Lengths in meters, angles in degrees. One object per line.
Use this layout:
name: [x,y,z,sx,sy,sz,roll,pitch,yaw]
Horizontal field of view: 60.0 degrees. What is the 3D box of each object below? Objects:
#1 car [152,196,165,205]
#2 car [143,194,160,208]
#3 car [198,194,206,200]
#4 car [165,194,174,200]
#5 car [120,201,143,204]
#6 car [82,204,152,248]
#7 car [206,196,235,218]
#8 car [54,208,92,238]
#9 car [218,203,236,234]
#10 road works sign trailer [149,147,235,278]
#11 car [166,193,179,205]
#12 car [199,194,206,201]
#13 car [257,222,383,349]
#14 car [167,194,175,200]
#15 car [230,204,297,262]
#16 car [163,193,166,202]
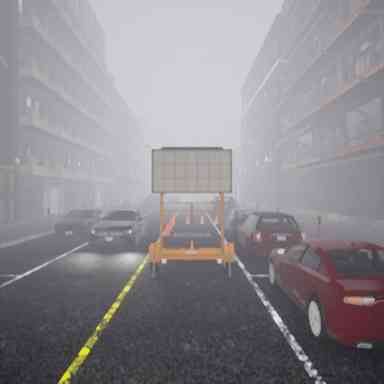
car: [-5.702,1.444,57.035,1.802,1.307,4.206,0,0,0]
car: [-5.699,1.331,45.762,1.967,1.590,4.097,0,0,0]
car: [2.671,1.316,90.850,1.887,1.381,4.507,0,0,0]
car: [-5.708,1.227,85.215,1.967,1.590,4.097,0,0,0]
car: [-5.696,1.459,28.682,1.752,1.417,4.829,0,0,0]
car: [-3.103,1.493,14.786,1.812,1.442,4.674,0,0,0]
car: [2.686,1.249,28.850,2.192,1.841,5.009,0,0,0]
car: [-5.693,1.526,17.579,1.947,1.339,4.313,0,0,0]
car: [2.688,1.511,17.577,2.008,1.369,4.403,0,0,0]
road works sign trailer: [-0.003,0.442,10.071,2.380,3.560,2.880,0,0,0]
car: [-3.095,1.391,55.994,1.812,1.442,4.674,0,0,0]
car: [2.674,1.327,79.748,1.752,1.417,4.829,0,0,0]
car: [2.690,1.531,6.305,1.887,1.381,4.507,0,0,0]
car: [-5.709,1.316,90.853,1.887,1.381,4.507,0,0,0]
car: [2.689,1.414,11.942,1.967,1.590,4.097,0,0,0]
car: [-5.700,1.192,51.398,2.192,1.841,5.009,0,0,0]
